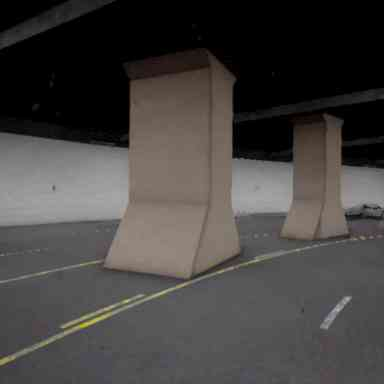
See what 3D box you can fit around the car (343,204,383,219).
[{"bbox_3d":[16.326,1.790,31.499,4.718,1.301,1.895,1,0,-25],"label":"car"}]
